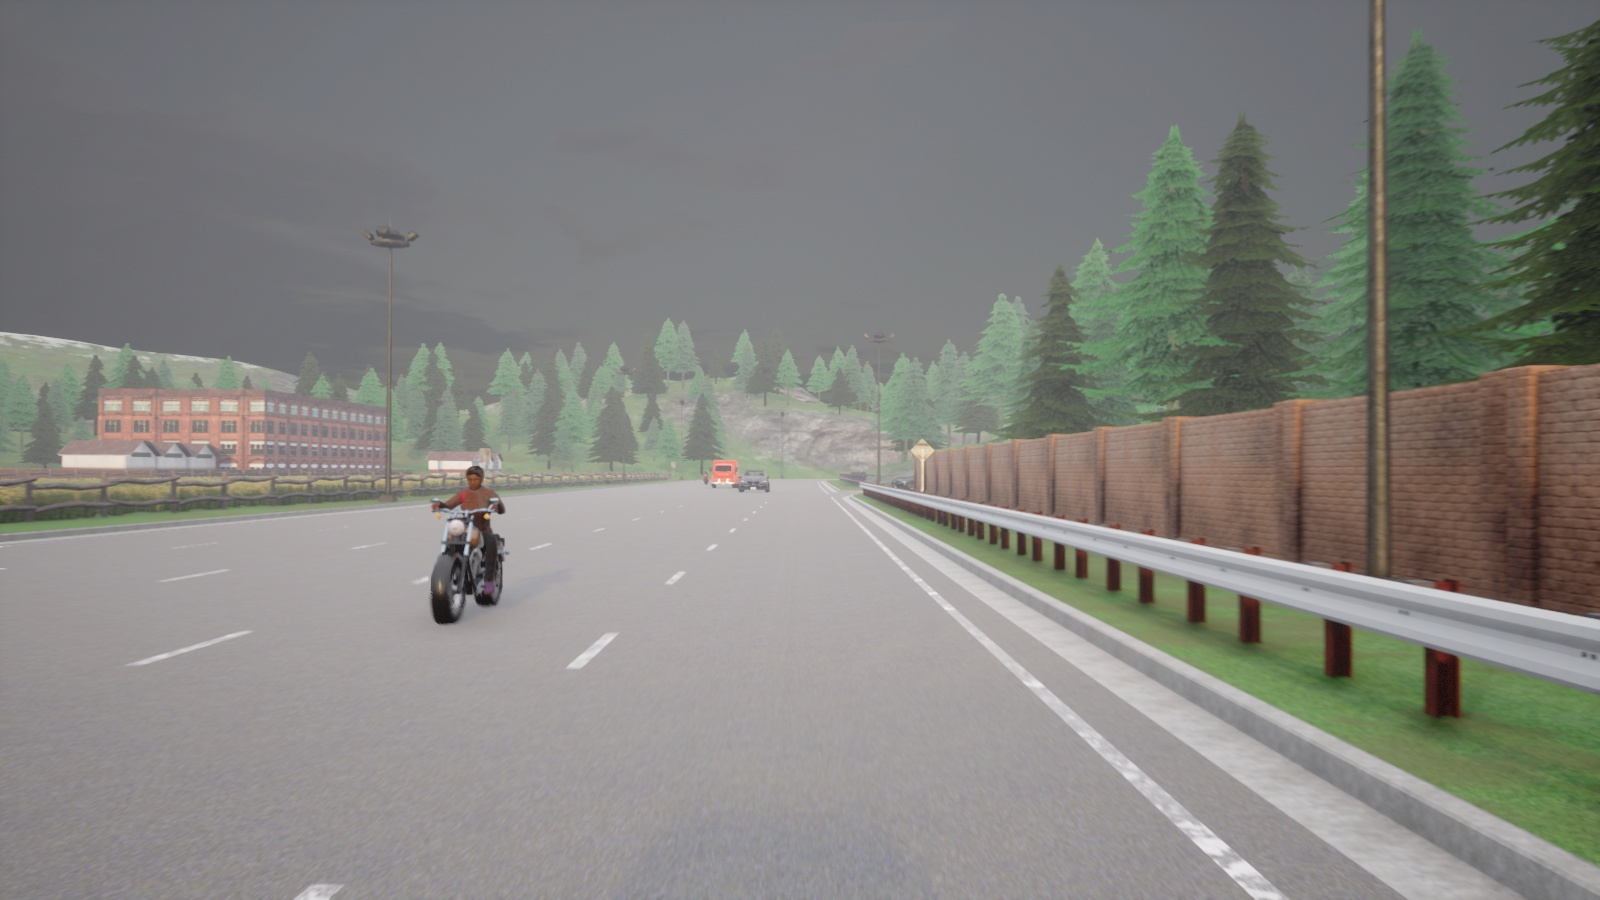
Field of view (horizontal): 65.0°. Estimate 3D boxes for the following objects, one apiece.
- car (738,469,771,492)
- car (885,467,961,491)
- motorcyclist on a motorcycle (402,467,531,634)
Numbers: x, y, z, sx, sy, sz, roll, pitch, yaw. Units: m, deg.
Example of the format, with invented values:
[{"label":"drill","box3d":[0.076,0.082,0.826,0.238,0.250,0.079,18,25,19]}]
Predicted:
[{"label":"car","box3d":[-3.302,2.209,92.110,2.242,1.667,4.611,0,-1,0]},{"label":"car","box3d":[8.795,2.052,89.566,5.027,1.651,2.152,0,-1,-27]},{"label":"motorcyclist on a motorcycle","box3d":[-3.535,1.005,13.541,0.766,1.649,2.350,0,-1,0]}]
